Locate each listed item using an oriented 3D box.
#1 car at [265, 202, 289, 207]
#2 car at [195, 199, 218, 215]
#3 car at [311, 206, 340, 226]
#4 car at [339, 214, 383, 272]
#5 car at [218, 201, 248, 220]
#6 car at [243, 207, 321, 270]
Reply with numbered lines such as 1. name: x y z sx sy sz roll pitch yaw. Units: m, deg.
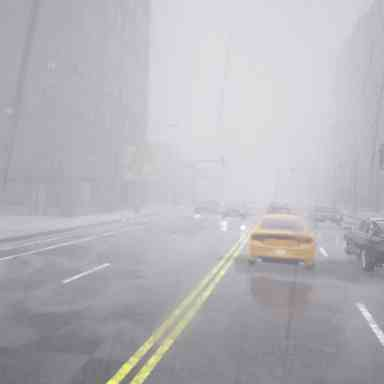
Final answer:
1. car: 6.872 1.527 26.503 2.128 1.511 4.902 2 0 14
2. car: 1.673 1.414 33.246 2.033 1.411 5.357 2 0 14
3. car: 9.785 1.722 24.737 1.895 1.301 4.718 2 0 14
4. car: 6.260 1.602 10.820 1.837 1.490 4.892 2 0 15
5. car: 3.678 1.472 27.741 1.812 1.442 4.674 2 0 14
6. car: 3.051 1.492 11.389 1.882 1.535 5.008 2 0 15
